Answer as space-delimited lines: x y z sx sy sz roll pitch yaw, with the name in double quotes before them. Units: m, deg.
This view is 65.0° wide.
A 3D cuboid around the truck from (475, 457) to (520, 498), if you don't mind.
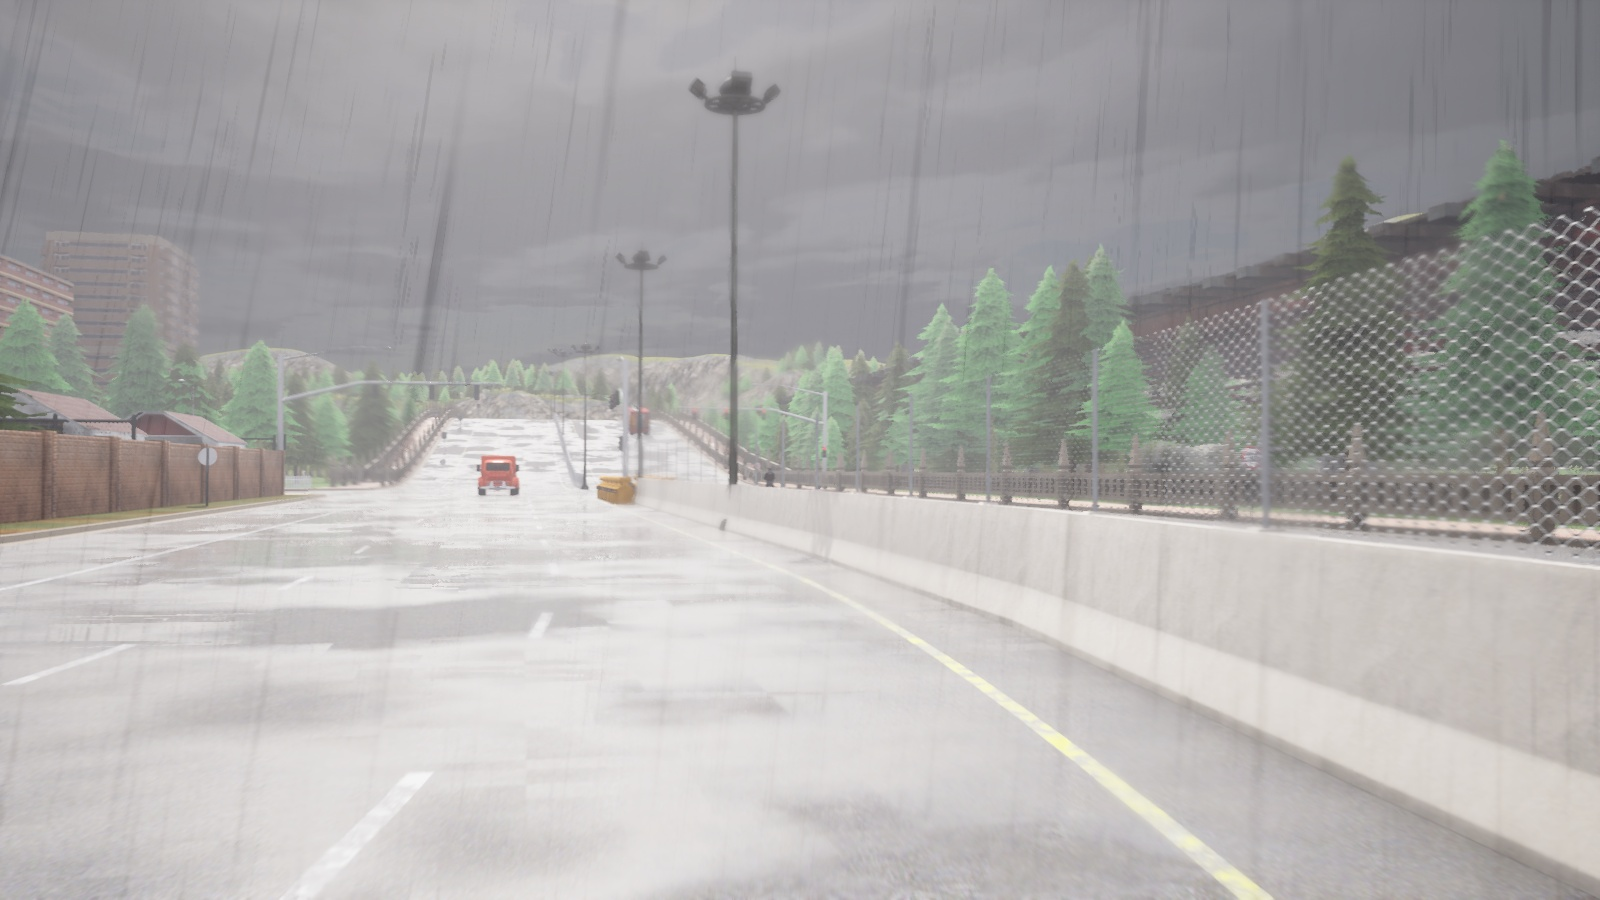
"truck" -18.648 1.712 77.591 2.627 2.467 5.204 0 -1 -13
